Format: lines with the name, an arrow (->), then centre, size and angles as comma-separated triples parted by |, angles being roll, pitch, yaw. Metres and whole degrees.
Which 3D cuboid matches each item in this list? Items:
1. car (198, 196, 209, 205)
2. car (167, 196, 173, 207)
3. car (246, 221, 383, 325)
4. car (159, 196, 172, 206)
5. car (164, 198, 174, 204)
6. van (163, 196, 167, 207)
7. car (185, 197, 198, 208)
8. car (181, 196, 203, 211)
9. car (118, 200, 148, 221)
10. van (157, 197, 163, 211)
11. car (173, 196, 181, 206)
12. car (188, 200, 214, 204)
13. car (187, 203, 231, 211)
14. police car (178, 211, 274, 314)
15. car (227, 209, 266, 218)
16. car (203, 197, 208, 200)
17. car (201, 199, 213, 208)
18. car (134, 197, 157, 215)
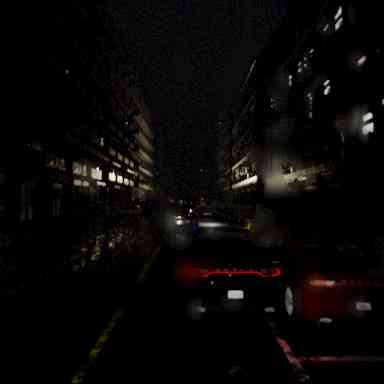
car -> 2.466, 1.895, 73.585 | 2.192, 1.841, 5.009 | 1, -1, 0
car -> -5.367, 1.792, 62.575 | 2.192, 1.841, 5.009 | 1, -1, 0
car -> 2.576, 1.590, 7.216 | 1.887, 1.381, 4.507 | 1, 0, 0
car -> -5.373, 1.844, 68.104 | 2.192, 1.841, 5.009 | 1, -1, 0
car -> -5.393, 2.201, 79.164 | 1.947, 1.339, 4.313 | 1, -1, 0
van -> -5.354, 1.719, 51.514 | 1.690, 1.788, 3.998 | 1, 0, 0
car -> -0.071, 1.792, 58.576 | 2.097, 1.767, 4.553 | 0, -1, 0
car -> -0.046, 1.541, 44.683 | 2.150, 2.045, 5.566 | 0, 0, 0
car -> -5.331, 1.725, 29.221 | 1.752, 1.417, 4.829 | 2, 0, 0
van -> -5.346, 1.671, 45.983 | 1.690, 1.788, 3.998 | 2, 0, 0
car -> -2.829, 1.856, 65.538 | 2.097, 1.767, 4.553 | 0, -1, 0
car -> 0.796, 1.617, 24.078 | 1.801, 1.575, 5.366 | 0, 0, 0
car -> 0.803, 1.595, 17.884 | 1.882, 1.535, 5.008 | 0, 0, 0
police car -> 0.699, 1.476, 7.989 | 1.930, 1.638, 5.238 | 0, 0, 0
car -> 2.569, 1.608, 12.918 | 1.752, 1.417, 4.829 | 1, 0, 0
car -> 2.522, 1.922, 51.461 | 1.887, 1.381, 4.507 | 1, -1, 0
car -> 2.515, 1.971, 56.990 | 1.887, 1.381, 4.507 | 1, -1, 0
car -> -5.332, 1.558, 34.924 | 2.192, 1.841, 5.009 | 2, 0, 0
